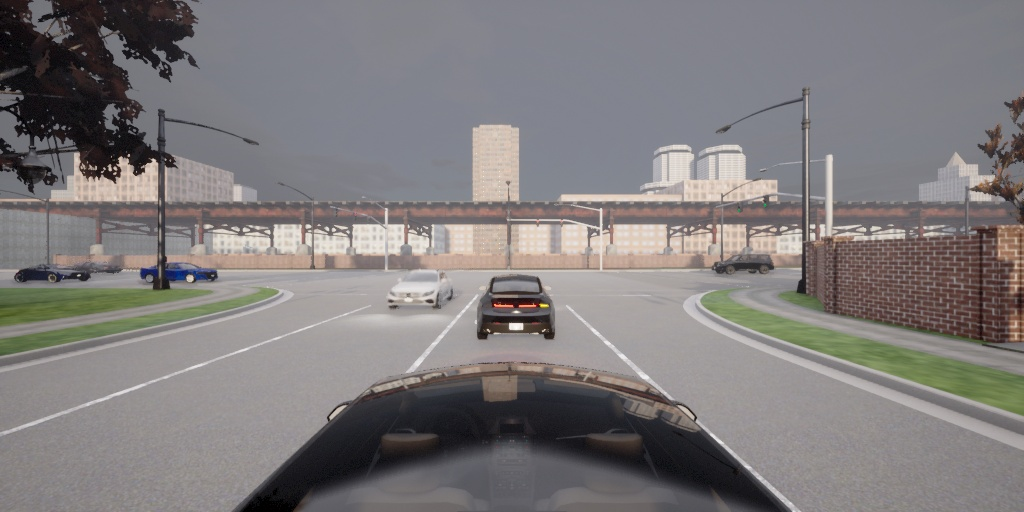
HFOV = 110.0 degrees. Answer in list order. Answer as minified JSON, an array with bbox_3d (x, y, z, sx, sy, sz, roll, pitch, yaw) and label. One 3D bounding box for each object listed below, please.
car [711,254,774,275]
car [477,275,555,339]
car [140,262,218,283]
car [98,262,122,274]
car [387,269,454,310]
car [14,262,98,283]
[{"bbox_3d":[23.557,0.834,36.650,5.566,2.045,2.150,-1,0,3],"label":"car"},{"bbox_3d":[0.094,1.255,10.049,1.837,1.490,4.892,0,0,0],"label":"car"},{"bbox_3d":[-25.216,1.227,27.282,5.008,1.535,1.882,0,0,2],"label":"car"},{"bbox_3d":[-45.279,1.297,38.515,5.357,1.411,2.033,0,0,2],"label":"car"},{"bbox_3d":[-3.591,1.283,14.835,1.812,1.442,4.674,0,0,1],"label":"car"},{"bbox_3d":[-35.252,1.313,27.592,4.181,1.385,1.994,0,0,2],"label":"car"}]
